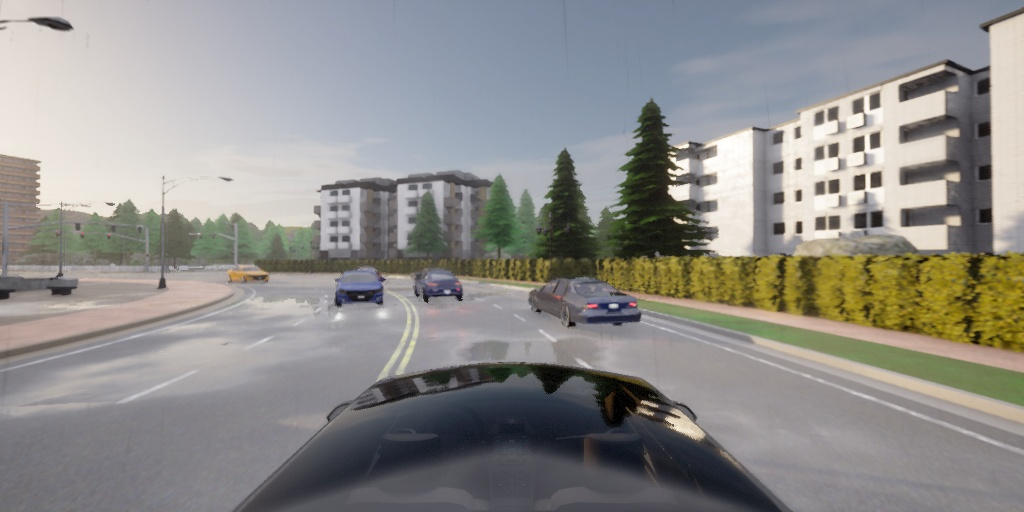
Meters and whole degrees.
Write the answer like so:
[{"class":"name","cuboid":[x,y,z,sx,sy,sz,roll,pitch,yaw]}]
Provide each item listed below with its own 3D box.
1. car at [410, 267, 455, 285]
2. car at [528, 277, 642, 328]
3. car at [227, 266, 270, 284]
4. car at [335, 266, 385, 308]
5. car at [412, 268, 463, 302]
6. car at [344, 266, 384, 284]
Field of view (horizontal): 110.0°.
[{"class":"car","cuboid":[-6.798,1.672,30.359,1.895,1.301,4.718,0,-1,-37]},{"class":"car","cuboid":[2.083,1.399,11.905,2.033,1.411,5.357,0,-1,-14]},{"class":"car","cuboid":[-23.256,1.611,31.629,5.008,1.535,1.882,-1,-1,35]},{"class":"car","cuboid":[-7.093,1.407,16.726,1.882,1.535,5.008,0,-1,-24]},{"class":"car","cuboid":[-3.789,1.461,18.218,1.812,1.442,4.674,0,-1,-23]},{"class":"car","cuboid":[-13.557,1.642,32.702,1.812,1.442,4.674,1,-1,-44]}]
